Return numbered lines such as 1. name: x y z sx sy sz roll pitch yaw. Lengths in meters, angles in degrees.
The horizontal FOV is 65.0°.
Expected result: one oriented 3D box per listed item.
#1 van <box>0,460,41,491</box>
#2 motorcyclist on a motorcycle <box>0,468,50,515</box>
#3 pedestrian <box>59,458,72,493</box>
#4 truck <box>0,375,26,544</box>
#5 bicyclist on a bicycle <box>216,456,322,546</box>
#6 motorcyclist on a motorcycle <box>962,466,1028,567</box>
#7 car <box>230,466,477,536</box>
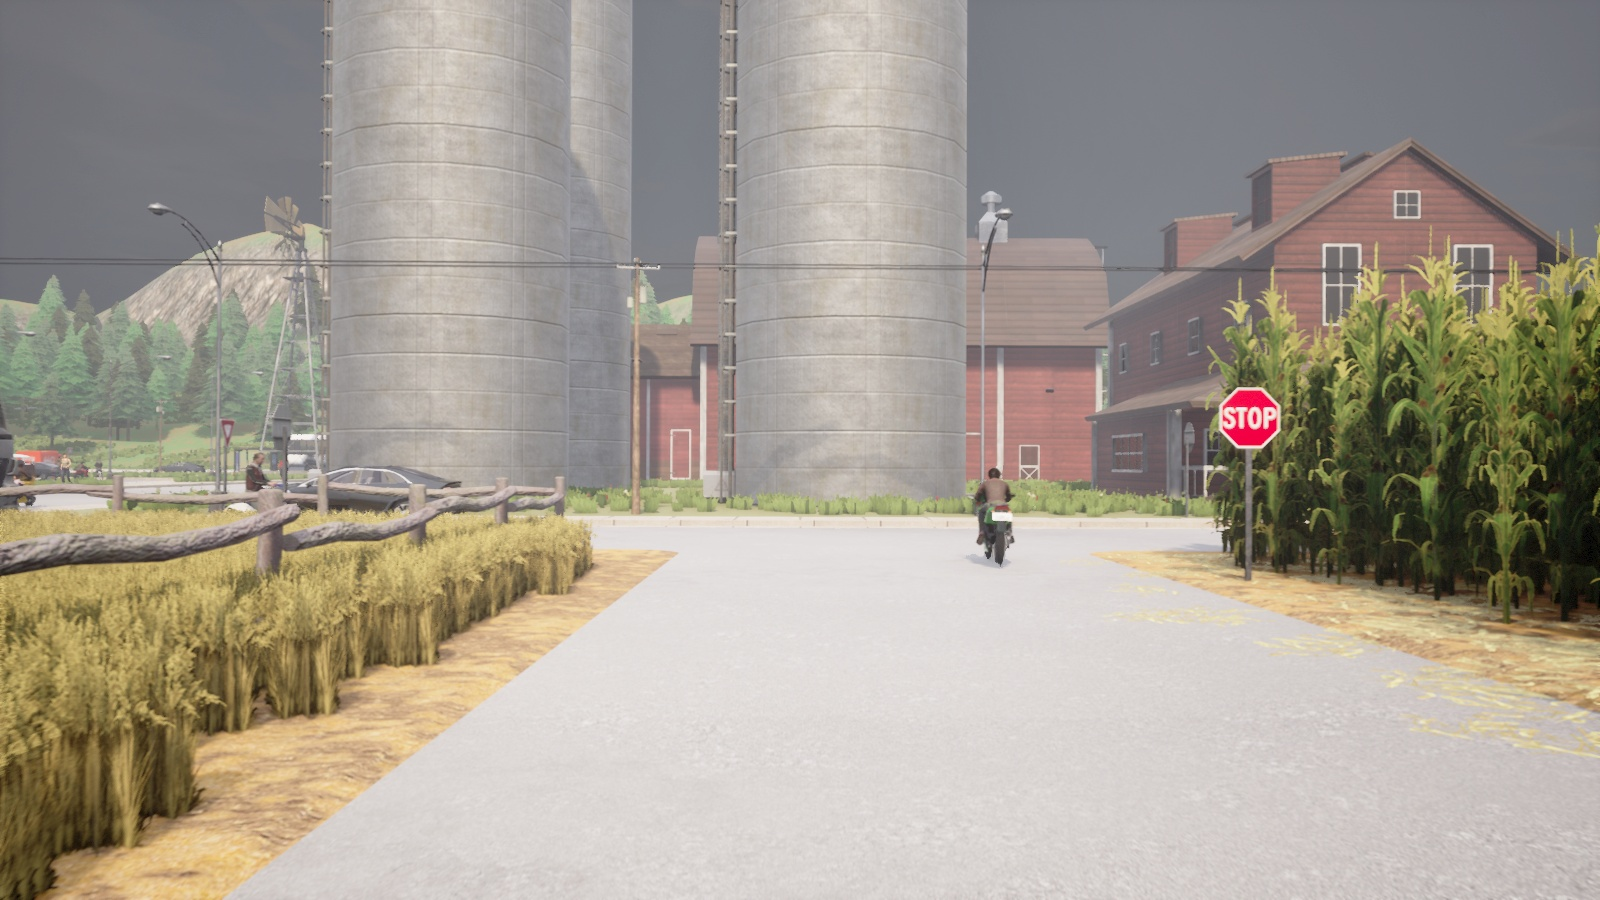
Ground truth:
1. van: -52.722 1.671 83.275 2.069 2.038 4.480 0 -1 -1
2. motorcyclist on a motorcycle: -26.021 1.373 41.894 0.797 1.523 2.044 0 -1 -1
3. pedestrian: -38.822 1.363 66.380 0.345 1.836 0.594 0 -1 -3
4. truck: -20.382 0.204 25.177 7.936 3.462 2.891 0 -1 0
5. bicyclist on a bicycle: -10.660 1.019 25.226 1.843 1.776 0.659 0 -1 0
6. motorcyclist on a motorcycle: 3.095 1.020 20.100 0.797 1.523 2.044 1 -1 2
7. car: -10.108 1.139 28.719 4.902 1.511 2.128 0 -1 0
